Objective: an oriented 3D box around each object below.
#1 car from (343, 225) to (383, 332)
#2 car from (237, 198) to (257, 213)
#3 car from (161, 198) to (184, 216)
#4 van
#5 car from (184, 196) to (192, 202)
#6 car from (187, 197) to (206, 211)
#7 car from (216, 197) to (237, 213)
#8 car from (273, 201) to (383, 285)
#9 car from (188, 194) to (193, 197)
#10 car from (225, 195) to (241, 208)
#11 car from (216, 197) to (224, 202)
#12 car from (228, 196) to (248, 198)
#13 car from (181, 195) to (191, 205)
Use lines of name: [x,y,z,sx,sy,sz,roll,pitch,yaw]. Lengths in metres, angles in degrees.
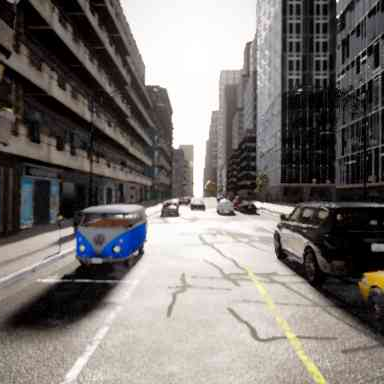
car: [3.895,1.501,3.889,1.801,1.575,5.366,1,0,1]
car: [6.386,1.709,38.485,1.947,1.339,4.313,1,0,1]
car: [-2.096,1.622,33.120,1.802,1.307,4.206,1,0,1]
van: [-2.499,1.329,11.033,1.690,1.788,3.998,2,0,1]
car: [-1.071,1.840,88.340,1.947,1.339,4.313,1,0,1]
car: [0.774,1.664,43.265,1.994,1.385,4.181,1,0,1]
car: [3.747,1.640,38.176,1.812,1.442,4.674,1,0,1]
car: [3.982,1.276,9.750,2.150,2.045,5.566,1,0,0]
car: [-1.372,1.500,71.774,2.192,1.841,5.009,1,0,1]
car: [6.699,1.515,55.052,2.192,1.841,5.009,1,0,1]
car: [7.307,1.943,88.183,1.802,1.307,4.206,1,0,1]
car: [6.494,1.477,44.008,2.192,1.841,5.009,1,0,1]
car: [-1.582,1.680,60.729,1.887,1.381,4.507,1,0,1]
